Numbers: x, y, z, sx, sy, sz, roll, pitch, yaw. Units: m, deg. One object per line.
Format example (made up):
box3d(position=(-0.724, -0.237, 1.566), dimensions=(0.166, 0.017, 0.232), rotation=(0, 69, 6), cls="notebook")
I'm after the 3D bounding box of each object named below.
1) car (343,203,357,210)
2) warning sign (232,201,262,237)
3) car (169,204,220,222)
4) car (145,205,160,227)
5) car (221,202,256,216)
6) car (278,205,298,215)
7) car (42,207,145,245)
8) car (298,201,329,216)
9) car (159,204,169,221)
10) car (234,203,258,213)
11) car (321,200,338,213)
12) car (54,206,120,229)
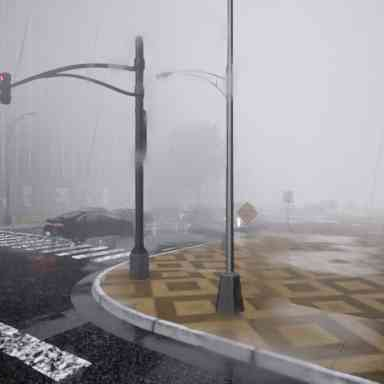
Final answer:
box3d(position=(31.323, 2.837, 65.802), dimensions=(1.812, 1.442, 4.674), rotation=(0, -1, 33), cls="car")
box3d(position=(3.084, 1.454, 18.560), dimensions=(1.300, 1.860, 1.060), rotation=(1, 1, 33), cls="warning sign")
box3d(position=(0.339, 1.992, 31.814), dimensions=(2.128, 1.511, 4.902), rotation=(0, -1, 33), cls="car")
box3d(position=(-4.923, 1.874, 23.612), dimensions=(2.033, 1.411, 5.357), rotation=(0, -1, 33), cls="car")
box3d(position=(5.808, 2.034, 40.324), dimensions=(2.097, 1.767, 4.553), rotation=(0, -1, 33), cls="car")
box3d(position=(13.604, 2.450, 46.206), dimensions=(1.895, 1.301, 4.718), rotation=(0, -1, 33), cls="car")
box3d(position=(-5.090, 1.722, 17.086), dimensions=(2.128, 1.511, 4.902), rotation=(0, -1, 37), cls="car")
box3d(position=(16.274, 2.343, 44.355), dimensions=(2.128, 1.511, 4.902), rotation=(0, -1, 33), cls="car")
box3d(position=(-2.831, 1.988, 32.891), dimensions=(1.837, 1.490, 4.892), rotation=(0, -1, 33), cls="car")
box3d(position=(8.130, 2.370, 49.869), dimensions=(1.812, 1.442, 4.674), rotation=(0, -1, 32), cls="car")
box3d(position=(21.792, 2.254, 53.046), dimensions=(2.150, 2.045, 5.566), rotation=(0, -1, 33), cls="car")
box3d(position=(-7.795, 1.844, 25.141), dimensions=(1.812, 1.442, 4.674), rotation=(0, -1, 31), cls="car")
